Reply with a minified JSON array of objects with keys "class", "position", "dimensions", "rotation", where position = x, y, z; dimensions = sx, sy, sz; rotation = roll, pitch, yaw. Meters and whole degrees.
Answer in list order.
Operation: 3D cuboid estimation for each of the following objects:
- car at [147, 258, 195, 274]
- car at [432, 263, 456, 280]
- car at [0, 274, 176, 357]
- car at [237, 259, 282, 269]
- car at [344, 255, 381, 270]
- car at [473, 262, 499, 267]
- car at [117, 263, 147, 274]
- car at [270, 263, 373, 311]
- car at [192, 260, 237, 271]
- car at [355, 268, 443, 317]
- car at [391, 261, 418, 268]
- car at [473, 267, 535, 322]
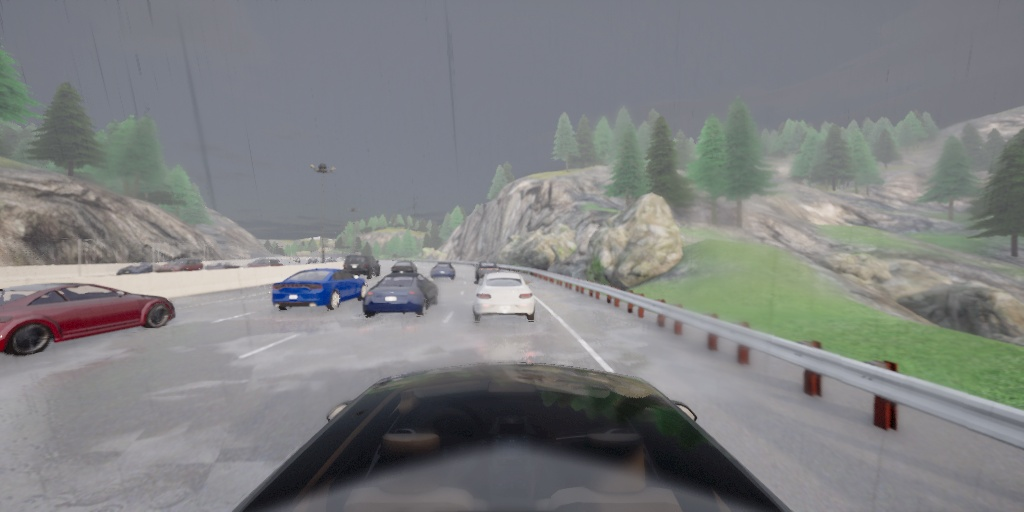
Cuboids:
[{"class":"car","position":[-31.540,1.098,34.210],"dimensions":[2.097,1.767,4.553],"rotation":[0,0,-12]},{"class":"car","position":[-5.810,1.266,30.497],"dimensions":[1.994,1.385,4.181],"rotation":[0,0,-8]},{"class":"car","position":[-10.656,1.321,8.580],"dimensions":[1.994,1.385,4.181],"rotation":[0,0,-2]},{"class":"car","position":[-24.696,1.082,35.644],"dimensions":[2.097,1.767,4.553],"rotation":[0,0,-12]},{"class":"car","position":[-12.982,0.937,31.194],"dimensions":[2.150,2.045,5.566],"rotation":[0,0,-9]},{"class":"car","position":[-2.036,1.189,28.910],"dimensions":[2.128,1.511,4.902],"rotation":[0,0,-8]},{"class":"car","position":[-35.114,1.318,34.253],"dimensions":[1.994,1.385,4.181],"rotation":[0,0,-12]},{"class":"car","position":[-7.484,1.216,14.477],"dimensions":[1.882,1.535,5.008],"rotation":[0,0,-4]},{"class":"car","position":[-28.034,1.303,34.513],"dimensions":[1.994,1.385,4.181],"rotation":[0,0,-11]},{"class":"car","position":[-3.904,1.298,13.184],"dimensions":[1.994,1.385,4.181],"rotation":[0,0,-4]},{"class":"car","position":[-9.658,1.184,32.374],"dimensions":[1.882,1.535,5.008],"rotation":[0,0,-10]},{"class":"car","position":[-0.319,1.255,12.113],"dimensions":[1.812,1.442,4.674],"rotation":[0,0,-3]}]
